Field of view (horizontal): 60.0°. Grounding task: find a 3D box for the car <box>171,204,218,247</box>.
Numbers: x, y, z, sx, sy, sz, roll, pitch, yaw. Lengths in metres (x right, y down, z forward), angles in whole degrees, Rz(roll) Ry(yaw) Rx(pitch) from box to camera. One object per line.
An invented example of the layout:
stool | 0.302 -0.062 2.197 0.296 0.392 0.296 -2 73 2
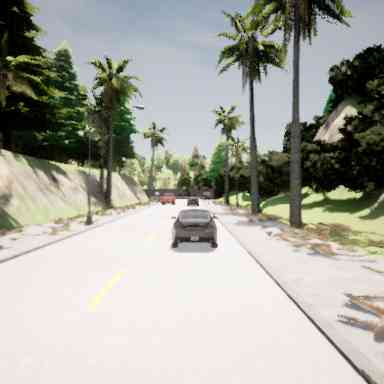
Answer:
car | 0.105 1.504 14.963 1.837 1.490 4.892 0 0 0

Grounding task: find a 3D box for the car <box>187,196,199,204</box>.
car | 0.162 1.475 55.255 1.882 1.535 5.008 0 0 0

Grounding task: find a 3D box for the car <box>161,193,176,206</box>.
car | -3.959 1.215 56.456 2.150 2.045 5.566 0 0 1
